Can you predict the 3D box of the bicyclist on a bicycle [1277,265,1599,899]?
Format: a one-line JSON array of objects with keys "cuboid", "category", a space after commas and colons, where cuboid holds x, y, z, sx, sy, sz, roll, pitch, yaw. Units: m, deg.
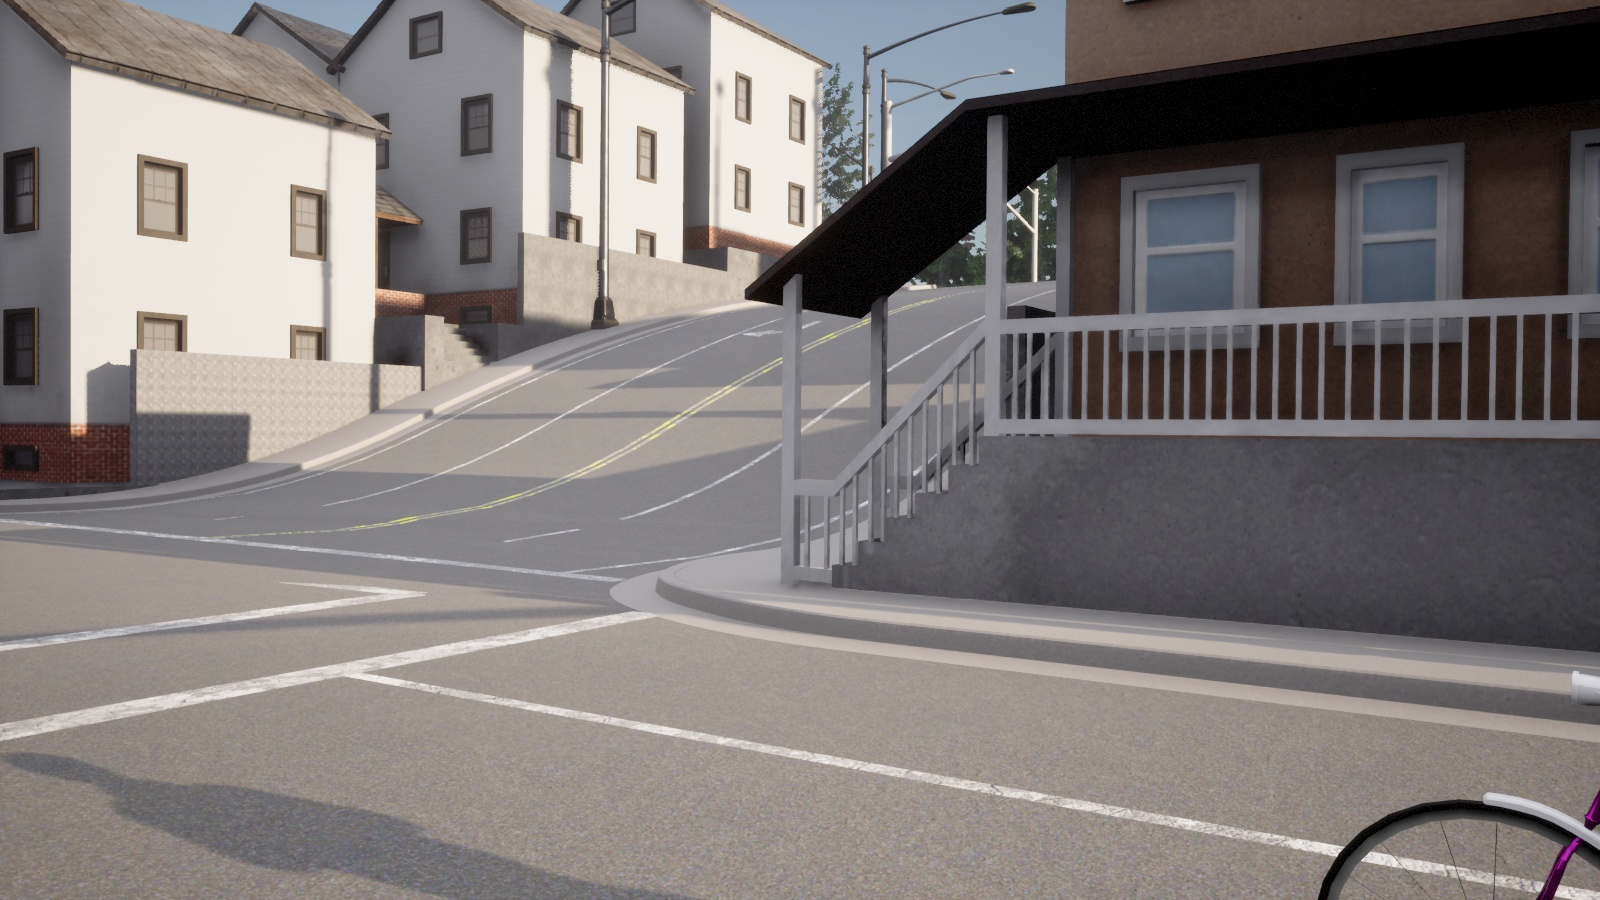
[{"cuboid": [1.928, 0.552, 2.340, 1.843, 1.776, 0.659, 0, 1, 34], "category": "bicyclist on a bicycle"}]
